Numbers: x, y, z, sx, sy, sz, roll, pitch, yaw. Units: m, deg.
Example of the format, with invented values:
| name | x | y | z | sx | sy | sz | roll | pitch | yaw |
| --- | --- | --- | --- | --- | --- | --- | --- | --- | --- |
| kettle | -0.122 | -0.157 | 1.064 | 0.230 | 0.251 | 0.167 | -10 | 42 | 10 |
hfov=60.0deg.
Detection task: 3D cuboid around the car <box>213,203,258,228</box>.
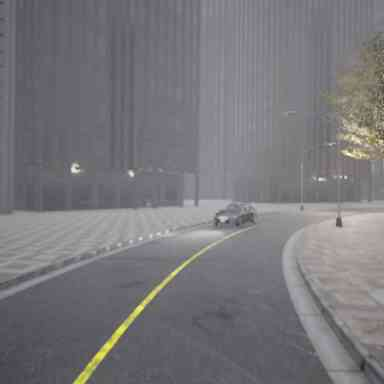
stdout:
| name | x | y | z | sx | sy | sz | roll | pitch | yaw |
| --- | --- | --- | --- | --- | --- | --- | --- | --- | --- |
| car | 3.130 | 1.572 | 23.378 | 2.128 | 1.511 | 4.902 | 0 | 0 | 29 |
